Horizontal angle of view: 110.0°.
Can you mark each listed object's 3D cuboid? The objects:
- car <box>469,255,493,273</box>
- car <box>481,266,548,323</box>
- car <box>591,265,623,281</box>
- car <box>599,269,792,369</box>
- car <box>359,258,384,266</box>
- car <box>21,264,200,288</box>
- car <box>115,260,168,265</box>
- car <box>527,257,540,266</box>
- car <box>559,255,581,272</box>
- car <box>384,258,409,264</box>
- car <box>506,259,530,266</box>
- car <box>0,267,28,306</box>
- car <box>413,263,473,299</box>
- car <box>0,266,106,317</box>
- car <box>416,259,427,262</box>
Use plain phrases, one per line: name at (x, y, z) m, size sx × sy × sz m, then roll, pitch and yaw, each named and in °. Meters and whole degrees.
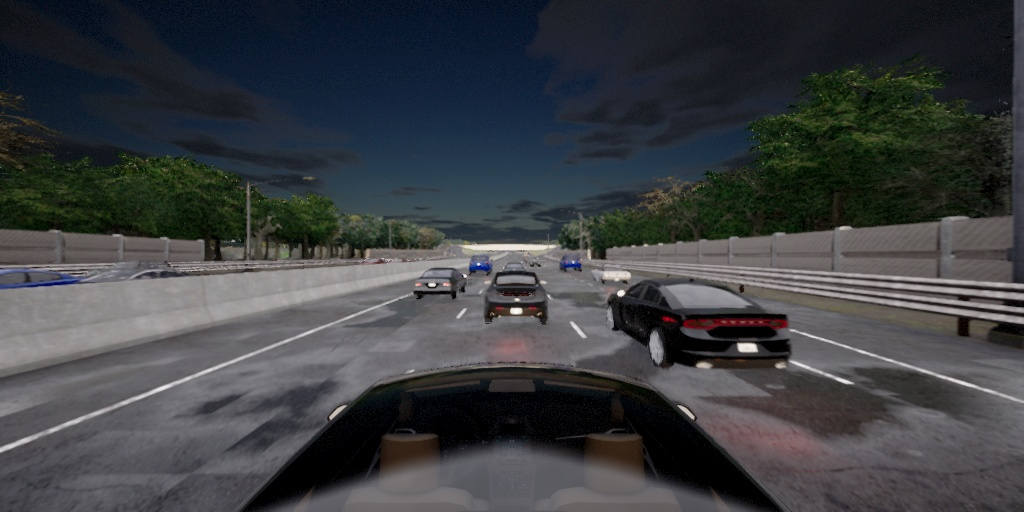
car at (-3.245, 0.901, 37.826) m, size 2.150 × 2.045 × 5.566 m, roll 0°, pitch 0°, yaw 0°
car at (0.119, 1.224, 11.914) m, size 1.837 × 1.490 × 4.892 m, roll 0°, pitch 0°, yaw 0°
car at (7.049, 1.294, 26.127) m, size 1.895 × 1.301 × 4.718 m, roll 0°, pitch 0°, yaw 2°
car at (3.508, 1.210, 7.809) m, size 1.882 × 1.535 × 5.008 m, roll 0°, pitch 0°, yaw 0°
car at (-20.737, 1.141, 54.376) m, size 1.882 × 1.535 × 5.008 m, roll 0°, pitch 0°, yaw 1°
car at (-14.076, 1.209, 13.276) m, size 2.128 × 1.511 × 4.902 m, roll 0°, pitch 0°, yaw 0°
car at (-24.390, 1.051, 23.130) m, size 2.097 × 1.767 × 4.553 m, roll 0°, pitch 0°, yaw -2°
car at (3.912, 1.256, 62.602) m, size 1.895 × 1.301 × 4.718 m, roll 0°, pitch 0°, yaw 1°
car at (7.307, 0.893, 45.257) m, size 2.150 × 2.045 × 5.566 m, roll 0°, pitch 0°, yaw 1°
car at (-17.239, 1.141, 54.579) m, size 1.882 × 1.535 × 5.008 m, roll 0°, pitch 0°, yaw 1°
car at (0.199, 1.235, 30.136) m, size 2.033 × 1.411 × 5.357 m, roll 0°, pitch 0°, yaw 0°
car at (-21.078, 1.224, 12.494) m, size 1.837 × 1.490 × 4.892 m, roll 0°, pitch 0°, yaw 0°
car at (-3.369, 1.255, 17.625) m, size 2.033 × 1.411 × 5.357 m, roll 0°, pitch 0°, yaw 0°
car at (-17.579, 1.198, 12.191) m, size 1.882 × 1.535 × 5.008 m, roll 0°, pitch 0°, yaw 0°
car at (-13.734, 1.227, 55.341) m, size 1.994 × 1.385 × 4.181 m, roll 0°, pitch 0°, yaw 1°
